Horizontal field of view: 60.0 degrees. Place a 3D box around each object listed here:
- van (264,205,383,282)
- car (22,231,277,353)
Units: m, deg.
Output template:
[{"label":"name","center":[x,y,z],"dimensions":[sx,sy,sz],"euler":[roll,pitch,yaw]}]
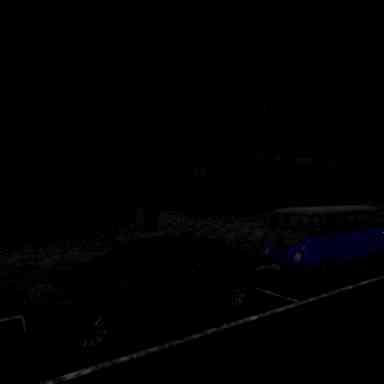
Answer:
[{"label":"van","center":[3.746,1.280,9.281],"dimensions":[3.998,1.788,1.690],"euler":[-1,0,-35]},{"label":"car","center":[-0.694,1.545,6.145],"dimensions":[4.313,1.339,1.947],"euler":[-1,0,-35]}]
